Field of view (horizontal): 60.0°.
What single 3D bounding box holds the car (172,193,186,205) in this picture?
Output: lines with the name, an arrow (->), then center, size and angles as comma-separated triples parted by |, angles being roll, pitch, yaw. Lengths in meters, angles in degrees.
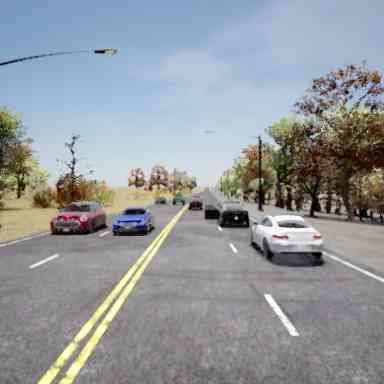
car -> -2.353, 1.290, 60.124 | 2.150, 2.045, 5.566 | 0, 0, 2

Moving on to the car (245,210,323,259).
car -> 3.402, 1.552, 12.588 | 1.812, 1.442, 4.674 | 0, 0, 0

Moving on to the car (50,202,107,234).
car -> -6.485, 1.386, 19.470 | 2.097, 1.767, 4.553 | 0, 0, 1

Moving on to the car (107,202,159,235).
car -> -3.239, 1.560, 19.234 | 1.812, 1.442, 4.674 | 0, 0, 1

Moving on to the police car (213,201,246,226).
police car -> 2.830, 1.468, 23.694 | 1.930, 1.638, 5.238 | 0, 0, 1

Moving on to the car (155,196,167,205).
car -> -5.602, 1.563, 60.288 | 1.837, 1.490, 4.892 | 0, 0, 2

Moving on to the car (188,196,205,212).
car -> 0.536, 1.565, 44.254 | 1.837, 1.490, 4.892 | 0, 0, 2

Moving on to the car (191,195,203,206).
car -> 0.877, 1.418, 58.829 | 2.097, 1.767, 4.553 | 0, 0, 2
